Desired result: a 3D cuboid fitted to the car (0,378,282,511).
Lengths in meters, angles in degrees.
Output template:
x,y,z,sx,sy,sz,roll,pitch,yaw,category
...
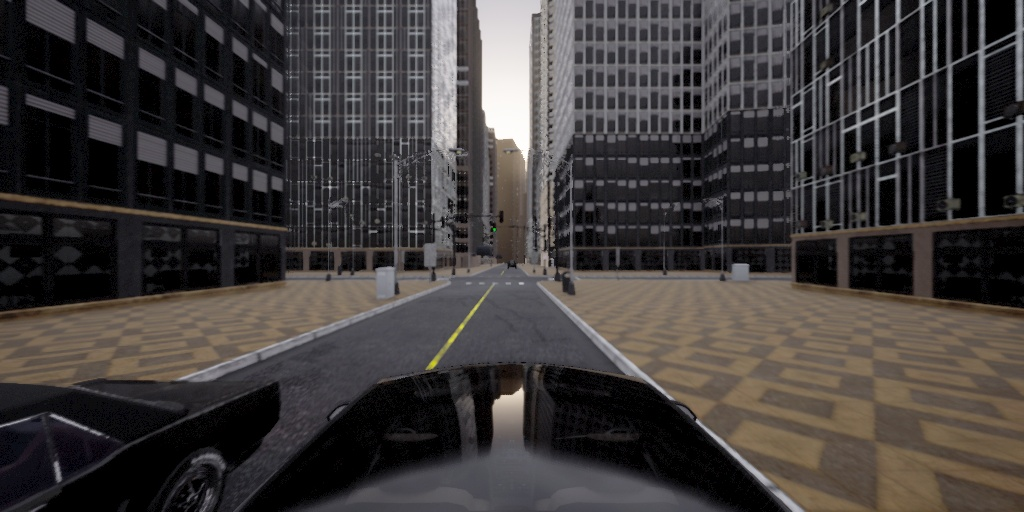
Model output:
x,y,z,sx,sy,sz,roll,pitch,yaw,category
-3.101,1.345,1.129,1.895,1.301,4.718,0,-1,0,car
